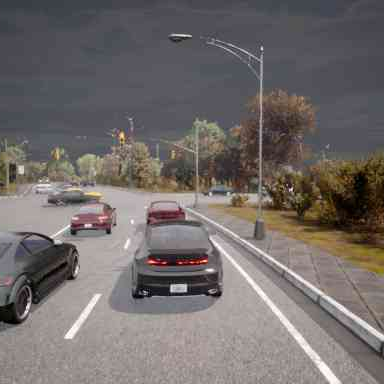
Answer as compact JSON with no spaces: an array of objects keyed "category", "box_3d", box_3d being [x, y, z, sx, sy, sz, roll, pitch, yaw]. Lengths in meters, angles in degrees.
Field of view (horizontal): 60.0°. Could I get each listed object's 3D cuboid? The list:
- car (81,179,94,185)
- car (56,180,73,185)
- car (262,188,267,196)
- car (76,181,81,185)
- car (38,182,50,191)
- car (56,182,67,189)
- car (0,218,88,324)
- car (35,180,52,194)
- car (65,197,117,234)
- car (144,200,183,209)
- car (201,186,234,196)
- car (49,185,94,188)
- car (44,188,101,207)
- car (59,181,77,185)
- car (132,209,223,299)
[{"category":"car","box_3d":[-25.918,-2.346,83.273,2.150,2.045,5.566,-1,3,-25]},{"category":"car","box_3d":[-23.586,-1.004,61.635,1.837,1.490,4.892,-1,3,-24]},{"category":"car","box_3d":[13.447,-0.272,52.460,5.566,2.045,2.150,2,2,-22]},{"category":"car","box_3d":[-29.076,-1.996,81.780,1.837,1.490,4.892,-1,3,-25]},{"category":"car","box_3d":[-27.500,-1.040,61.805,1.882,1.535,5.008,-1,3,-24]},{"category":"car","box_3d":[-27.855,-1.373,70.906,1.895,1.301,4.718,-1,3,-25]},{"category":"car","box_3d":[-3.846,1.516,7.021,1.994,1.385,4.181,0,1,-2]},{"category":"car","box_3d":[-23.495,-0.834,52.772,2.150,2.045,5.566,-1,3,-24]},{"category":"car","box_3d":[-4.913,1.241,16.936,1.812,1.442,4.674,0,2,-8]},{"category":"car","box_3d":[-1.452,1.170,17.396,1.882,1.535,5.008,0,2,-8]},{"category":"car","box_3d":[3.702,-0.171,48.594,4.892,1.490,1.837,0,3,-22]},{"category":"car","box_3d":[-11.976,0.358,34.642,5.008,1.535,1.882,-1,3,-22]},{"category":"car","box_3d":[-11.047,0.581,31.252,4.674,1.442,1.812,-1,3,-22]},{"category":"car","box_3d":[-19.854,-0.549,53.178,1.812,1.442,4.674,-1,3,-23]},{"category":"car","box_3d":[-0.401,1.428,8.339,1.837,1.490,4.892,0,1,-4]}]
